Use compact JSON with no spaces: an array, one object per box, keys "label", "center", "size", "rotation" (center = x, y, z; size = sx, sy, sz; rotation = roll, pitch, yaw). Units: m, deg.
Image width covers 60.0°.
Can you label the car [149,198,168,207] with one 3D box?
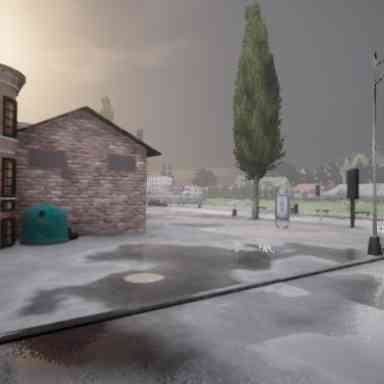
[{"label":"car","center":[-6.036,1.876,59.355],"size":[1.812,1.442,4.674],"rotation":[1,0,-35]}]
